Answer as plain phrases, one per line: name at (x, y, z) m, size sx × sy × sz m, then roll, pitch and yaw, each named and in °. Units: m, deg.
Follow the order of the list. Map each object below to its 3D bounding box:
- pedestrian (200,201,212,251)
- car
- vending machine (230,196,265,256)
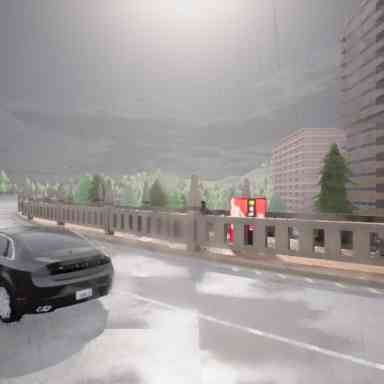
pedestrian at (0.451, 1.141, 11.832) m, size 0.375 × 1.860 × 0.375 m, roll 0°, pitch 0°, yaw 41°
car at (-3.661, 1.503, 7.252) m, size 4.892 × 1.490 × 1.837 m, roll 0°, pitch 0°, yaw 41°
vending machine at (2.078, 1.195, 12.411) m, size 0.880 × 2.100 × 1.100 m, roll 0°, pitch 0°, yaw 41°
